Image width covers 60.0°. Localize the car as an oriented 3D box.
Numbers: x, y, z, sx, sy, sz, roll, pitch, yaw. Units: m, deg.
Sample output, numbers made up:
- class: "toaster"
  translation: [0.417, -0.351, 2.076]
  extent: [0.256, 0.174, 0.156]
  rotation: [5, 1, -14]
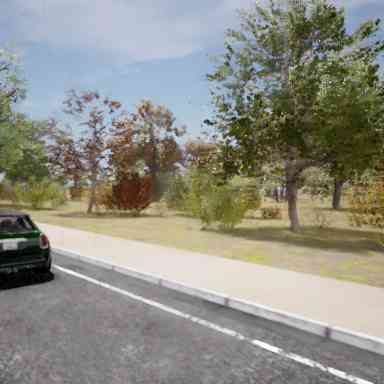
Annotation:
- class: "car"
  translation: [-5.766, 1.246, 9.241]
  extent: [4.553, 1.767, 2.097]
  rotation: [1, 0, 44]
